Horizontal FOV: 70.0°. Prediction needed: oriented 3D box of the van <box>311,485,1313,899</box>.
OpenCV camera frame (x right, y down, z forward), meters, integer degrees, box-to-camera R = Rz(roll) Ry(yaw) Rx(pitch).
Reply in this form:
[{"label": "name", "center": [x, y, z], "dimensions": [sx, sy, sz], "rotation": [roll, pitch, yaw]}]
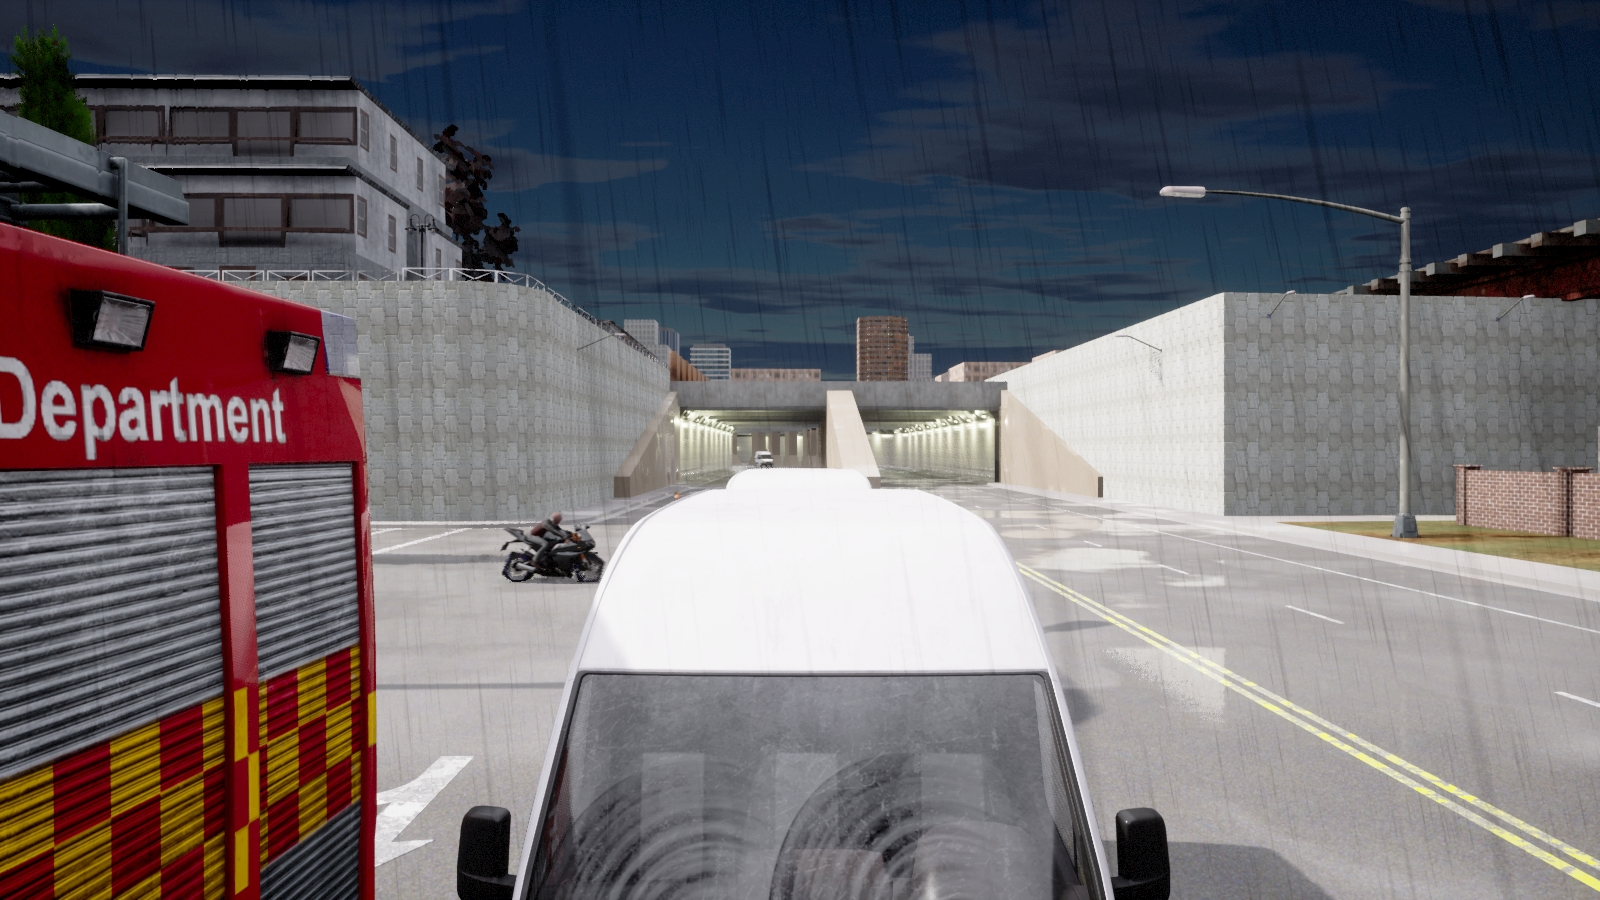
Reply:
[{"label": "van", "center": [0.047, 1.534, 5.226], "dimensions": [1.988, 2.561, 5.915], "rotation": [0, 0, 1]}]
